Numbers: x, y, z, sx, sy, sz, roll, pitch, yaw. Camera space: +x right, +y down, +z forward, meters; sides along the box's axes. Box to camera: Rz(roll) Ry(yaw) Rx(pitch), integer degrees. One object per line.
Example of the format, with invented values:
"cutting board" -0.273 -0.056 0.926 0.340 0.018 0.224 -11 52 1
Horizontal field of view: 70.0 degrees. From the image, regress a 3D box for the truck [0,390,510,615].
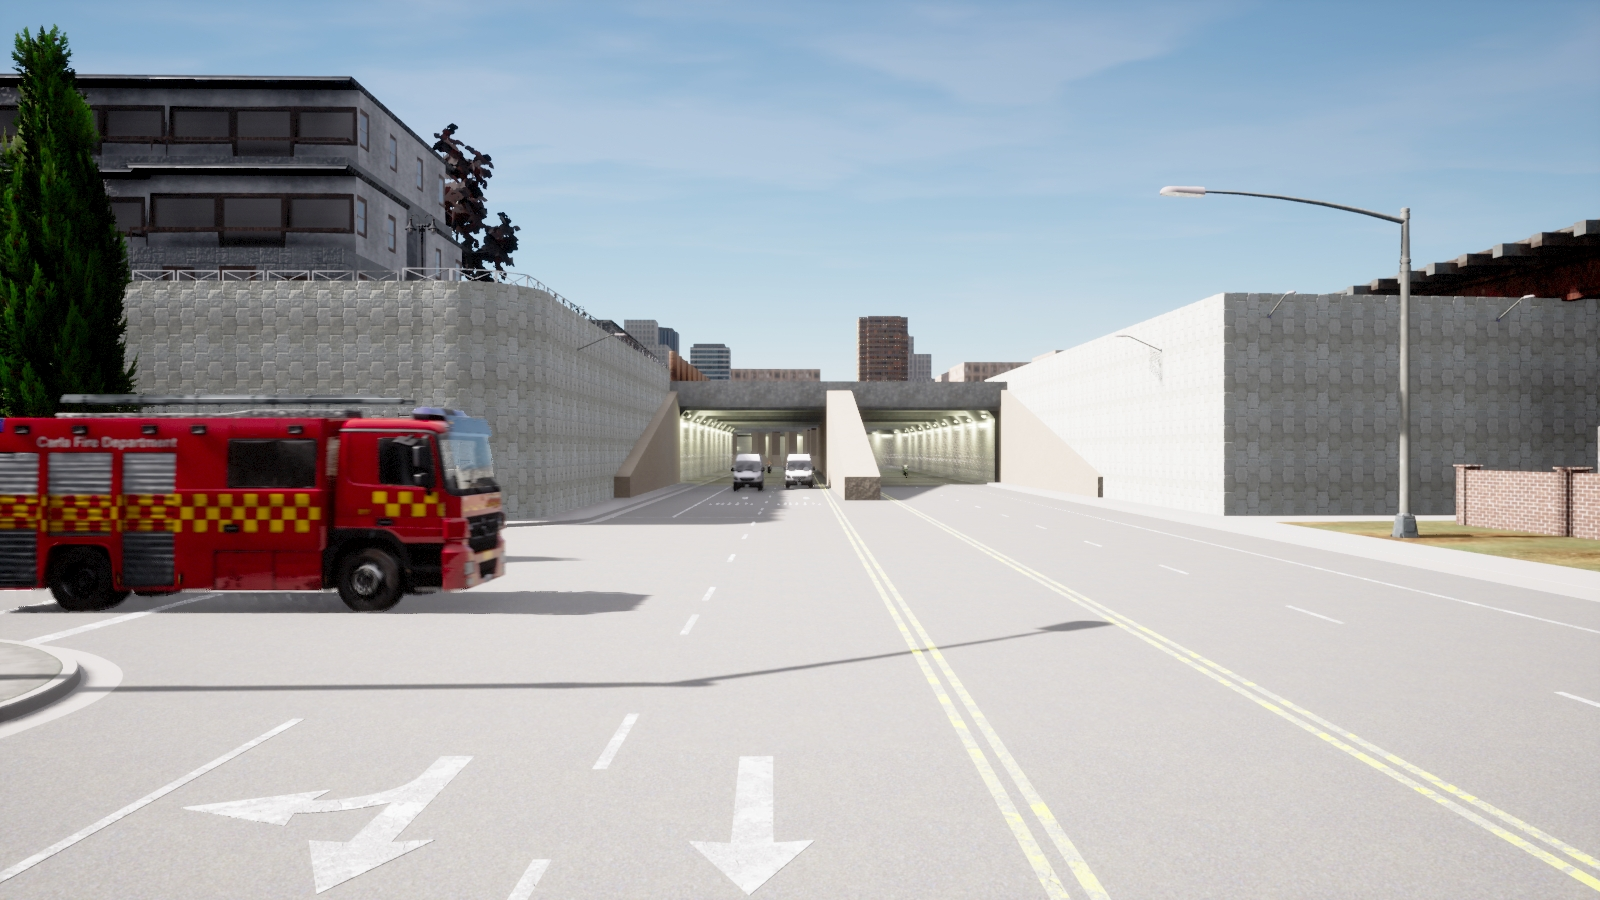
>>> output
"truck" -9.922 0.890 20.941 8.468 3.827 2.891 0 0 1
